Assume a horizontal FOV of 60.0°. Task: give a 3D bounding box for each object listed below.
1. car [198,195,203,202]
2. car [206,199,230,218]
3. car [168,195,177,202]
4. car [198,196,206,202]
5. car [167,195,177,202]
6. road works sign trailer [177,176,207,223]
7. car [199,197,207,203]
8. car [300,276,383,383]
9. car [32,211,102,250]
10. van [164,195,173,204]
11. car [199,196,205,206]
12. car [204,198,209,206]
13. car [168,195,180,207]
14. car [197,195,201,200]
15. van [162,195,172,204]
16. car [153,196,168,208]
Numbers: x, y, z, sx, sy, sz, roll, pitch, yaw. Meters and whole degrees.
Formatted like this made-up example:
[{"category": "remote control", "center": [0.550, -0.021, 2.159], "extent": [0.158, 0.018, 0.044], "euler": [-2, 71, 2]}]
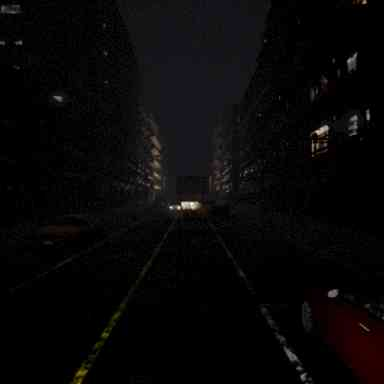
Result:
[{"category": "car", "center": [2.597, 1.783, 59.042], "extent": [2.008, 1.369, 4.403], "euler": [1, 0, 0]}, {"category": "car", "center": [2.592, 1.645, 31.389], "extent": [1.887, 1.381, 4.507], "euler": [1, 0, 0]}, {"category": "car", "center": [-5.270, 1.757, 92.289], "extent": [2.192, 1.841, 5.009], "euler": [1, 0, 0]}, {"category": "car", "center": [2.613, 1.843, 86.696], "extent": [1.967, 1.590, 4.097], "euler": [1, 0, 0]}, {"category": "car", "center": [-5.272, 1.719, 86.759], "extent": [2.192, 1.841, 5.009], "euler": [1, 0, 0]}, {"category": "road works sign trailer", "center": [0.003, 0.543, 26.060], "extent": [2.380, 3.560, 2.880], "euler": [0, 0, 0]}, {"category": "car", "center": [2.602, 1.910, 81.164], "extent": [1.887, 1.381, 4.507], "euler": [1, 0, 0]}, {"category": "car", "center": [2.585, 1.592, 3.739], "extent": [1.802, 1.307, 4.206], "euler": [1, 0, 0]}, {"category": "car", "center": [-5.290, 1.566, 14.699], "extent": [1.752, 1.417, 4.829], "euler": [2, 0, 0]}, {"category": "van", "center": [-5.275, 1.671, 75.699], "extent": [1.690, 1.788, 3.998], "euler": [1, 0, 0]}, {"category": "car", "center": [2.596, 1.749, 53.511], "extent": [1.887, 1.381, 4.507], "euler": [1, 0, 0]}, {"category": "car", "center": [2.593, 1.650, 37.091], "extent": [1.752, 1.417, 4.829], "euler": [1, 0, 0]}, {"category": "car", "center": [-2.792, 1.770, 57.139], "extent": [2.033, 1.411, 5.357], "euler": [0, 0, 1]}, {"category": "car", "center": [2.601, 1.874, 75.634], "extent": [1.887, 1.381, 4.507], "euler": [1, 0, 0]}, {"category": "van", "center": [-5.275, 1.637, 70.167], "extent": [1.690, 1.788, 3.998], "euler": [2, 0, 0]}, {"category": "car", "center": [-5.283, 1.729, 53.406], "extent": [1.752, 1.417, 4.829], "euler": [2, 0, 0]}]
